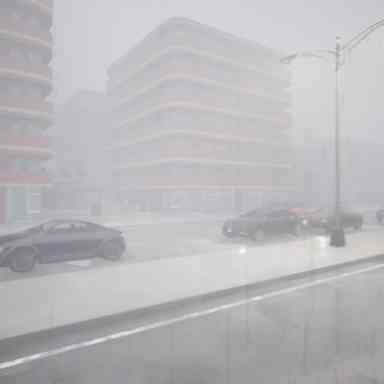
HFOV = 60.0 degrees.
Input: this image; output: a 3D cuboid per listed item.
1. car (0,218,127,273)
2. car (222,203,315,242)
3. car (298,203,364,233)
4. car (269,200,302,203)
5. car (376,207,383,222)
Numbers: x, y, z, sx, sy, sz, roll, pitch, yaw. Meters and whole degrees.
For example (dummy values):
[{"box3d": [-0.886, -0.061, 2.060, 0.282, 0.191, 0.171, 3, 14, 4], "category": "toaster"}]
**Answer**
[{"box3d": [-4.259, 1.565, 10.769, 4.181, 1.385, 1.994, 0, 0, -36], "category": "car"}, {"box3d": [3.649, 1.508, 16.404, 4.892, 1.490, 1.837, 0, 0, -36], "category": "car"}, {"box3d": [8.322, 1.530, 19.628, 4.674, 1.442, 1.812, 0, 0, -35], "category": "car"}, {"box3d": [5.797, 1.353, 22.133, 4.553, 1.767, 2.097, 0, 0, -35], "category": "car"}, {"box3d": [15.630, 1.495, 24.865, 4.902, 1.511, 2.128, 0, 0, -35], "category": "car"}]
